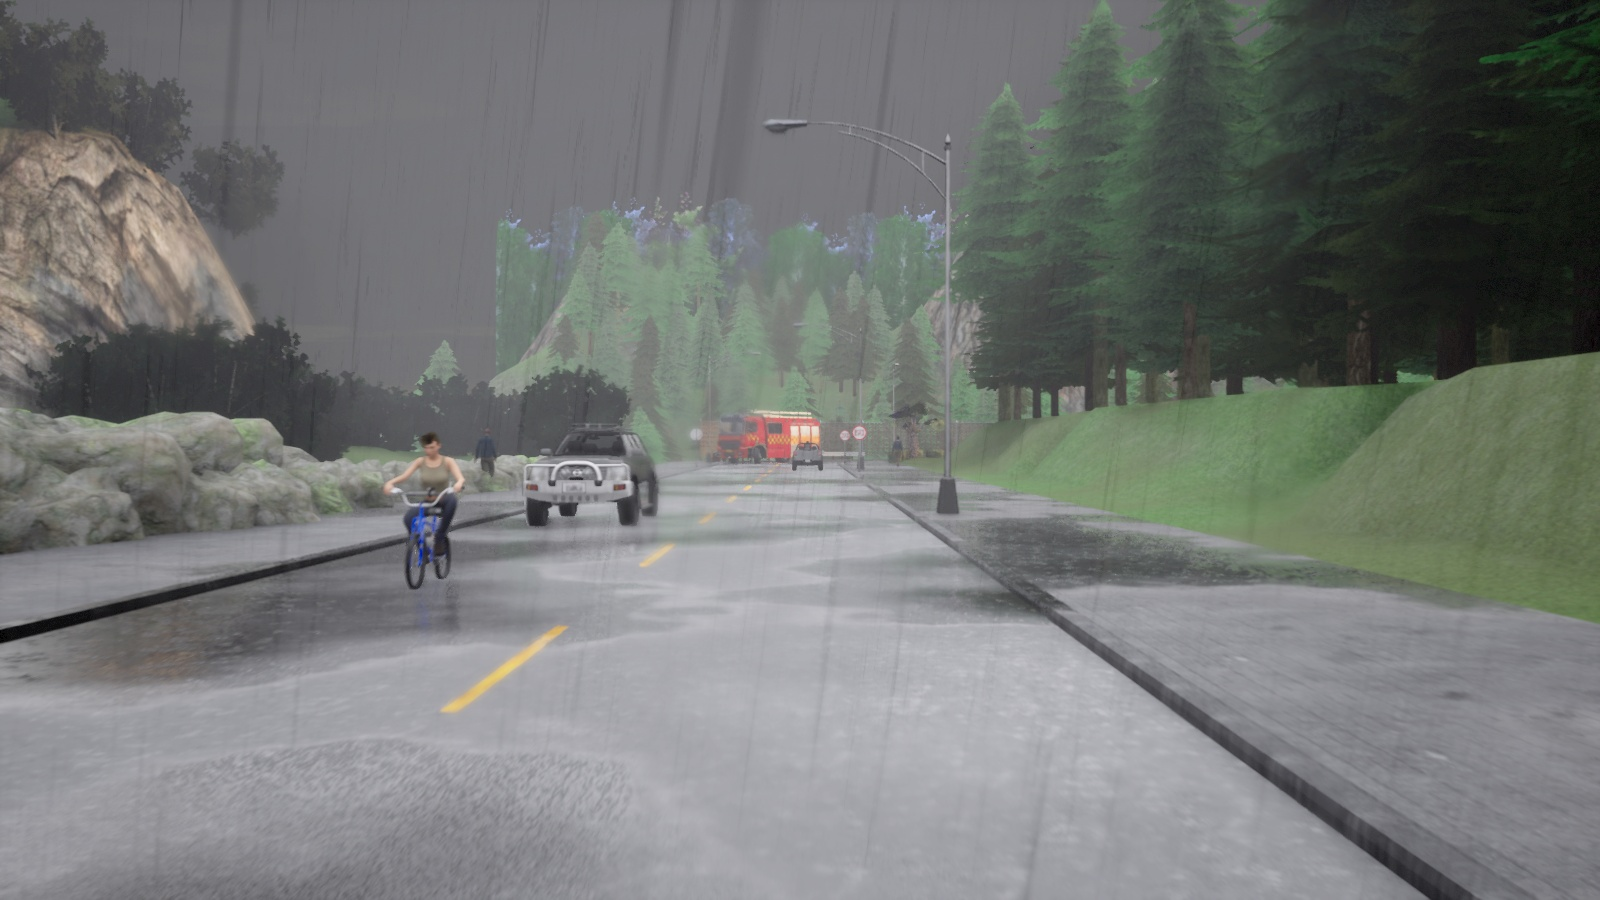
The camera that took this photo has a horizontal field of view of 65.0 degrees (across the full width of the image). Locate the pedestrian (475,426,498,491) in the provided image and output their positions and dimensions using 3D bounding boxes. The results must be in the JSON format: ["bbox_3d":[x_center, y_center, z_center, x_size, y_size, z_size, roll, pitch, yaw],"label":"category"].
[{"bbox_3d":[-9.033,0.245,36.225,0.402,1.842,0.726,0,0,8],"label":"pedestrian"}]

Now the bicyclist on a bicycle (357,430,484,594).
[{"bbox_3d":[-3.913,0.606,13.083,0.866,1.612,1.509,0,0,0],"label":"bicyclist on a bicycle"}]

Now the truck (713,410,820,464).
[{"bbox_3d":[-2.388,-0.945,93.107,2.891,3.827,8.468,0,0,42],"label":"truck"}]

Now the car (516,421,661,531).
[{"bbox_3d":[-3.847,0.427,23.635,1.932,1.855,4.605,0,0,0],"label":"car"}]

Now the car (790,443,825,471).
[{"bbox_3d":[0.413,0.372,68.723,1.845,1.501,3.633,0,0,0],"label":"car"}]

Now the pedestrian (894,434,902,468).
[{"bbox_3d":[5.663,0.053,72.478,0.423,1.949,0.788,0,0,5],"label":"pedestrian"}]
